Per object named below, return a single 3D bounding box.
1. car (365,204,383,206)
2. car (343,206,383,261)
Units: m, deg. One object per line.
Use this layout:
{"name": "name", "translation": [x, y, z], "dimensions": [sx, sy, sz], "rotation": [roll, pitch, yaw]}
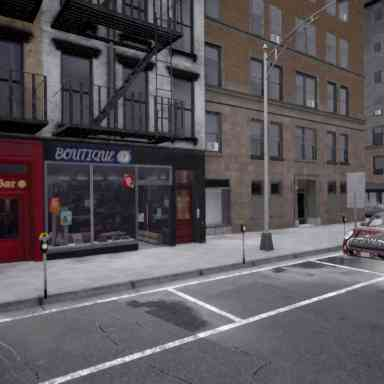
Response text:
{"name": "car", "translation": [16.007, 1.718, 28.621], "dimensions": [1.994, 1.385, 4.181], "rotation": [-1, 0, -33]}
{"name": "car", "translation": [7.051, 1.441, 11.606], "dimensions": [4.097, 1.590, 1.967], "rotation": [0, -1, -36]}
